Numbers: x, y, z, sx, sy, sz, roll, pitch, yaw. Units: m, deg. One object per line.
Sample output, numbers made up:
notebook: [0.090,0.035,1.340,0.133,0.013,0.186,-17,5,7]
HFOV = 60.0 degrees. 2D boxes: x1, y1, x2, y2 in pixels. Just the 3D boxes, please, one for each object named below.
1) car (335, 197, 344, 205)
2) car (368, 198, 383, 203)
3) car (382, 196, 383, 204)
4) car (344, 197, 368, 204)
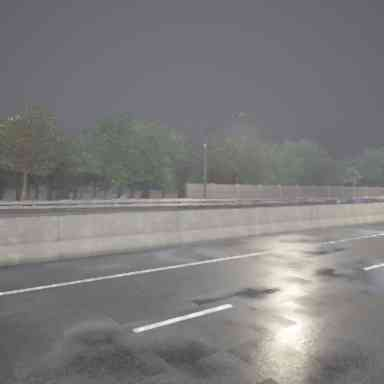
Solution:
car: [23.939,1.446,51.236,4.902,1.511,2.128,0,0,-35]
car: [26.125,1.504,44.218,5.357,1.411,2.033,0,0,-35]
car: [36.342,1.494,60.109,4.181,1.385,1.994,0,0,-36]
car: [23.832,1.521,46.879,4.181,1.385,1.994,0,0,-35]
